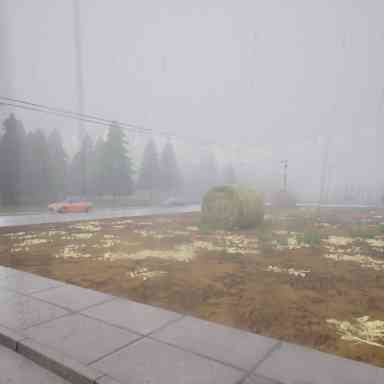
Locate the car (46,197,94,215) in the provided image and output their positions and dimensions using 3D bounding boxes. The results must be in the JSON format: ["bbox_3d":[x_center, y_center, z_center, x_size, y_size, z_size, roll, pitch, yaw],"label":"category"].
[{"bbox_3d":[-12.335,1.379,33.733,2.097,1.767,4.553,0,0,37],"label":"car"}]

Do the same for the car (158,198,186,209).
[{"bbox_3d":[-2.721,1.553,46.659,1.812,1.442,4.674,0,0,37],"label":"car"}]
